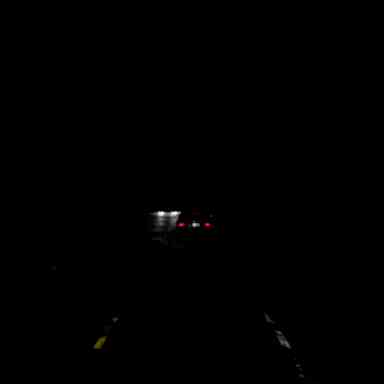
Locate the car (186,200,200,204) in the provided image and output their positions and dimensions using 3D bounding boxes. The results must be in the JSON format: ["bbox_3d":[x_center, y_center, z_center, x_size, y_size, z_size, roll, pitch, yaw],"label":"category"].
[{"bbox_3d":[0.146,1.678,42.086,1.895,1.301,4.718,0,0,0],"label":"car"}]

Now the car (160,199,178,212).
[{"bbox_3d":[-2.710,1.585,40.363,1.837,1.490,4.892,0,0,0],"label":"car"}]

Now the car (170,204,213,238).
[{"bbox_3d":[0.119,1.579,17.906,2.033,1.411,5.357,0,0,0],"label":"car"}]
